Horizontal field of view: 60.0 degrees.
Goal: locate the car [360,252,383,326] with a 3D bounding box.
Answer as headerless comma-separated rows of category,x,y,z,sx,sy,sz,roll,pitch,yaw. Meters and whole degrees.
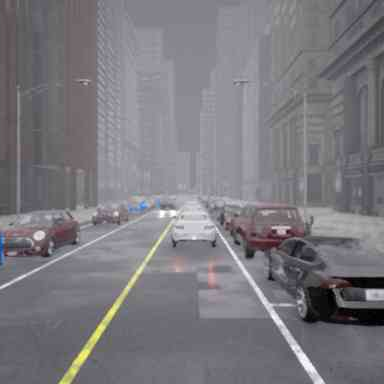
car,2.760,1.442,1.408,1.967,1.590,4.097,0,0,0

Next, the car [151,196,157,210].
car,-5.762,1.564,40.686,1.752,1.417,4.829,0,0,0

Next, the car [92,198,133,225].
car,-5.763,1.462,23.946,1.967,1.590,4.097,0,0,0

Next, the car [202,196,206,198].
car,2.764,1.612,46.498,1.947,1.339,4.313,0,0,0

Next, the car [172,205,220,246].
car,0.083,1.540,15.160,1.812,1.442,4.674,0,0,0

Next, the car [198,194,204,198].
car,2.766,1.667,74.680,1.802,1.307,4.206,0,0,0

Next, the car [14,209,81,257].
car,-5.764,1.452,12.673,1.967,1.590,4.097,0,0,0

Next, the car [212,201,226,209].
car,2.762,1.588,23.954,1.947,1.339,4.313,0,0,0

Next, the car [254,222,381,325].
car,2.761,1.573,7.045,1.947,1.339,4.313,0,0,0

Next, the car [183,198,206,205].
car,0.091,1.554,30.489,1.812,1.442,4.674,0,0,0

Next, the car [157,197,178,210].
car,-3.089,1.642,43.284,1.895,1.301,4.718,0,0,0

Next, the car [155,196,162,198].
car,-5.761,1.596,46.492,2.008,1.369,4.403,0,0,0

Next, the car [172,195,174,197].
car,-5.759,1.650,74.675,1.947,1.339,4.313,0,0,0

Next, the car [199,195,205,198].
car,2.765,1.651,63.408,1.802,1.307,4.206,0,0,0

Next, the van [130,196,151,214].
van,-5.763,1.374,35.219,1.690,1.788,3.998,0,0,0

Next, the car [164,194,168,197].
car,-5.761,1.501,57.765,1.967,1.590,4.097,0,0,0

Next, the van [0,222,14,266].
van,-5.765,1.347,7.036,1.690,1.788,3.998,0,0,0

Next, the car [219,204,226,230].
car,2.762,1.562,18.318,1.887,1.381,4.507,0,0,0

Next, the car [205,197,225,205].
car,2.763,1.473,35.226,1.967,1.590,4.097,0,0,0

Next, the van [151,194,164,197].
van,-5.762,1.394,52.129,1.690,1.788,3.998,0,0,0

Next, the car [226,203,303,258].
car,2.761,1.327,12.682,2.192,1.841,5.009,0,0,0
